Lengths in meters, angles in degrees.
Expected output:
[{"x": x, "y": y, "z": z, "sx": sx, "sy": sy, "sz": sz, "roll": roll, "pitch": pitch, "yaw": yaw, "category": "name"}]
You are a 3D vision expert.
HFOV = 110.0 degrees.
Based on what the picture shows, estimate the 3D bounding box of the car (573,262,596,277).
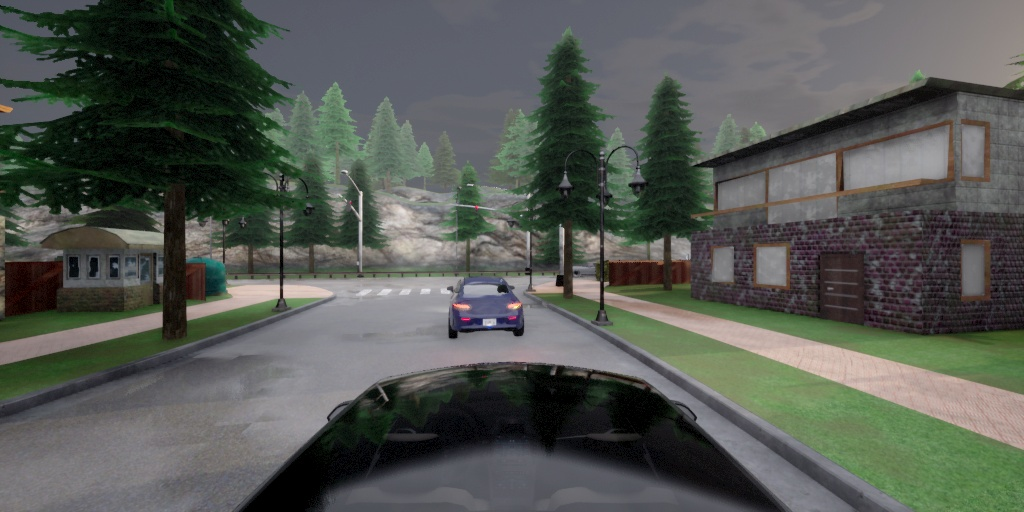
[{"x": 6.873, "y": 1.194, "z": 32.218, "sx": 4.718, "sy": 1.301, "sz": 1.895, "roll": 0, "pitch": 0, "yaw": -12, "category": "car"}]

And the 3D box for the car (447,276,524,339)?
[{"x": -0.834, "y": 1.276, "z": 10.086, "sx": 1.812, "sy": 1.442, "sz": 4.674, "roll": 0, "pitch": 0, "yaw": -9, "category": "car"}]
